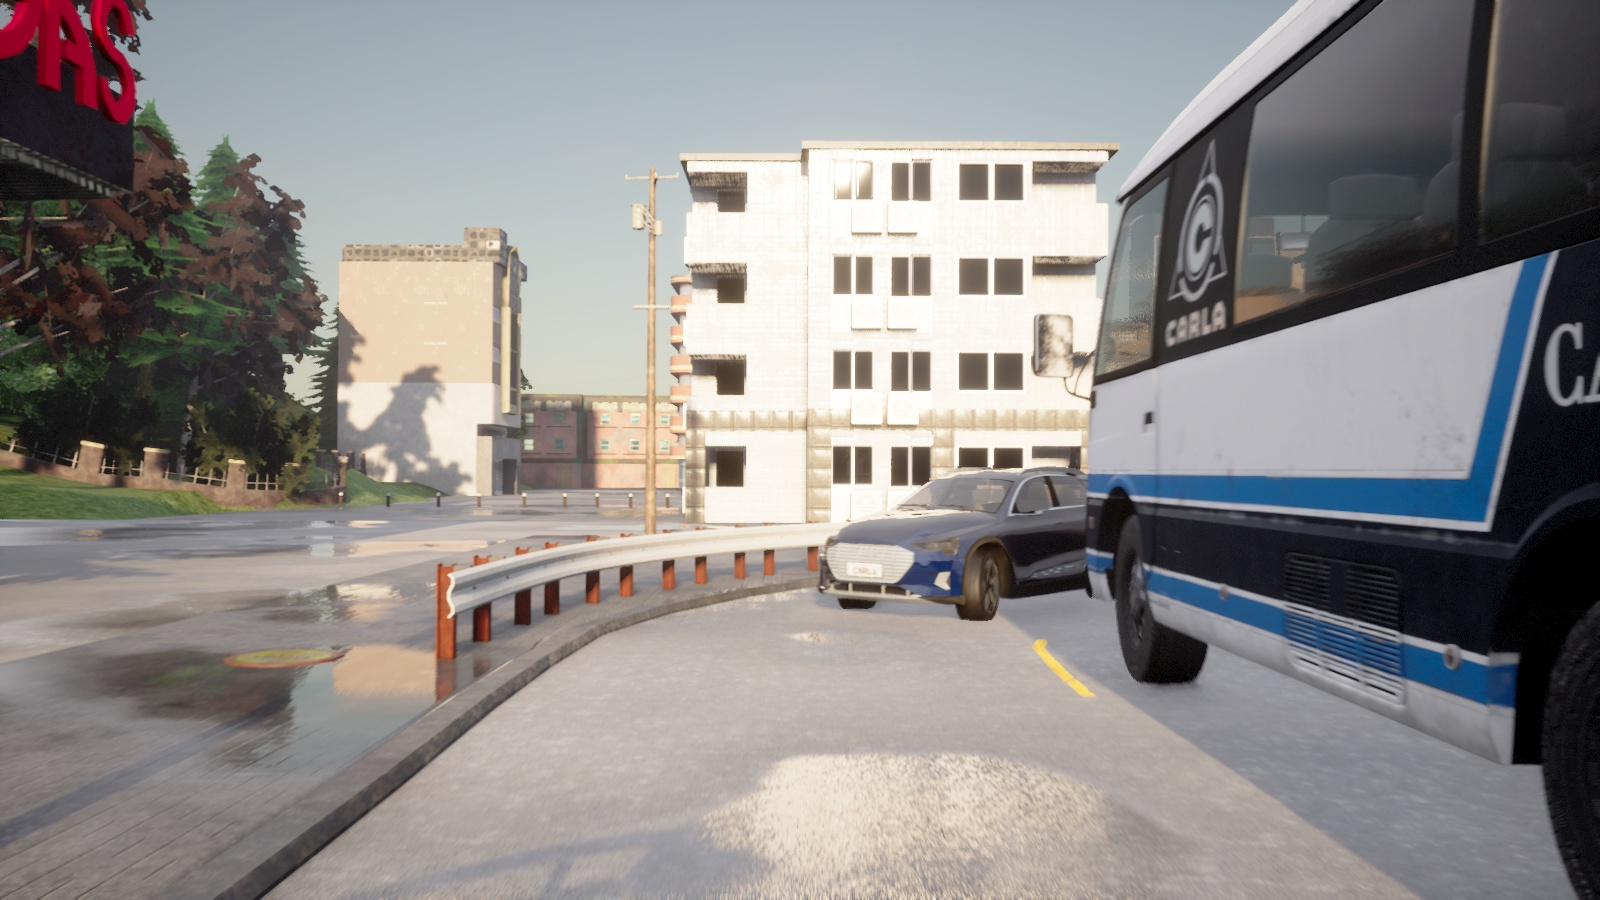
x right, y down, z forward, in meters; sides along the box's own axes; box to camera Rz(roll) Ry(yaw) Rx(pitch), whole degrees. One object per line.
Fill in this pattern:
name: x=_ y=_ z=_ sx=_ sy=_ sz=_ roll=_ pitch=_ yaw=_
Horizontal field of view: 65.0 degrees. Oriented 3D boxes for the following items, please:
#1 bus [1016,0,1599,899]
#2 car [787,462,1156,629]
bus: x=3.983 y=-0.469 z=6.457 sx=3.944 sy=4.253 sz=10.273 roll=0 pitch=-1 yaw=0
car: x=2.211 y=0.987 z=14.907 sx=2.033 sy=1.649 sz=4.856 roll=-1 pitch=-2 yaw=40
